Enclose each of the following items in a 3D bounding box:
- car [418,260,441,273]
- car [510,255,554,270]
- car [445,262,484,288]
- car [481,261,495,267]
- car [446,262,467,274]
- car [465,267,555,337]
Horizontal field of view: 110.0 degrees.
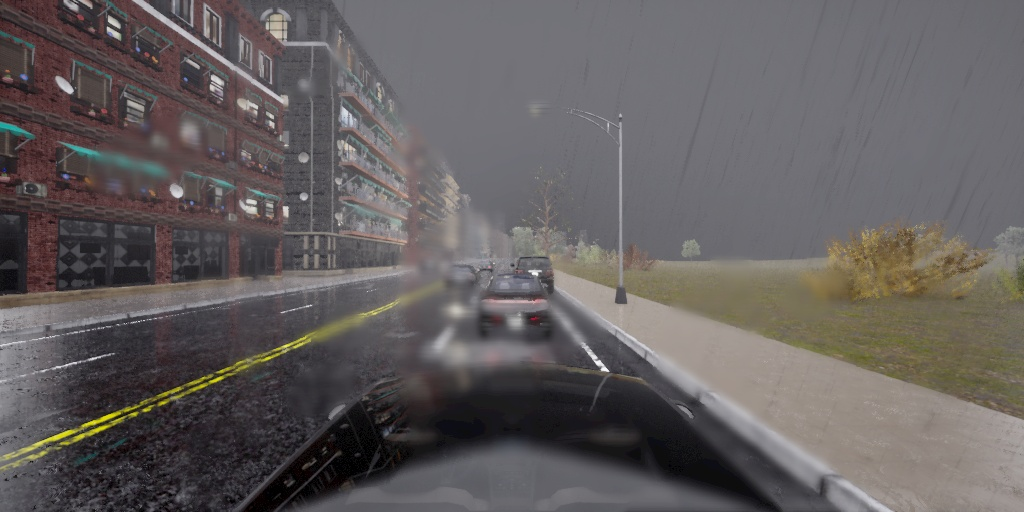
[{"bbox_3d":[-9.888,1.269,43.274,1.837,1.490,4.892,0,0,0],"label":"car"},{"bbox_3d":[1.121,0.983,20.169,2.150,2.045,5.566,0,0,0],"label":"car"},{"bbox_3d":[-3.171,1.323,23.787,1.994,1.385,4.181,0,0,0],"label":"car"},{"bbox_3d":[-3.188,1.311,44.147,2.033,1.411,5.357,0,0,0],"label":"car"},{"bbox_3d":[-6.638,1.365,43.277,1.895,1.301,4.718,0,0,0],"label":"car"},{"bbox_3d":[0.093,1.246,10.298,2.128,1.511,4.902,0,0,0],"label":"car"}]
